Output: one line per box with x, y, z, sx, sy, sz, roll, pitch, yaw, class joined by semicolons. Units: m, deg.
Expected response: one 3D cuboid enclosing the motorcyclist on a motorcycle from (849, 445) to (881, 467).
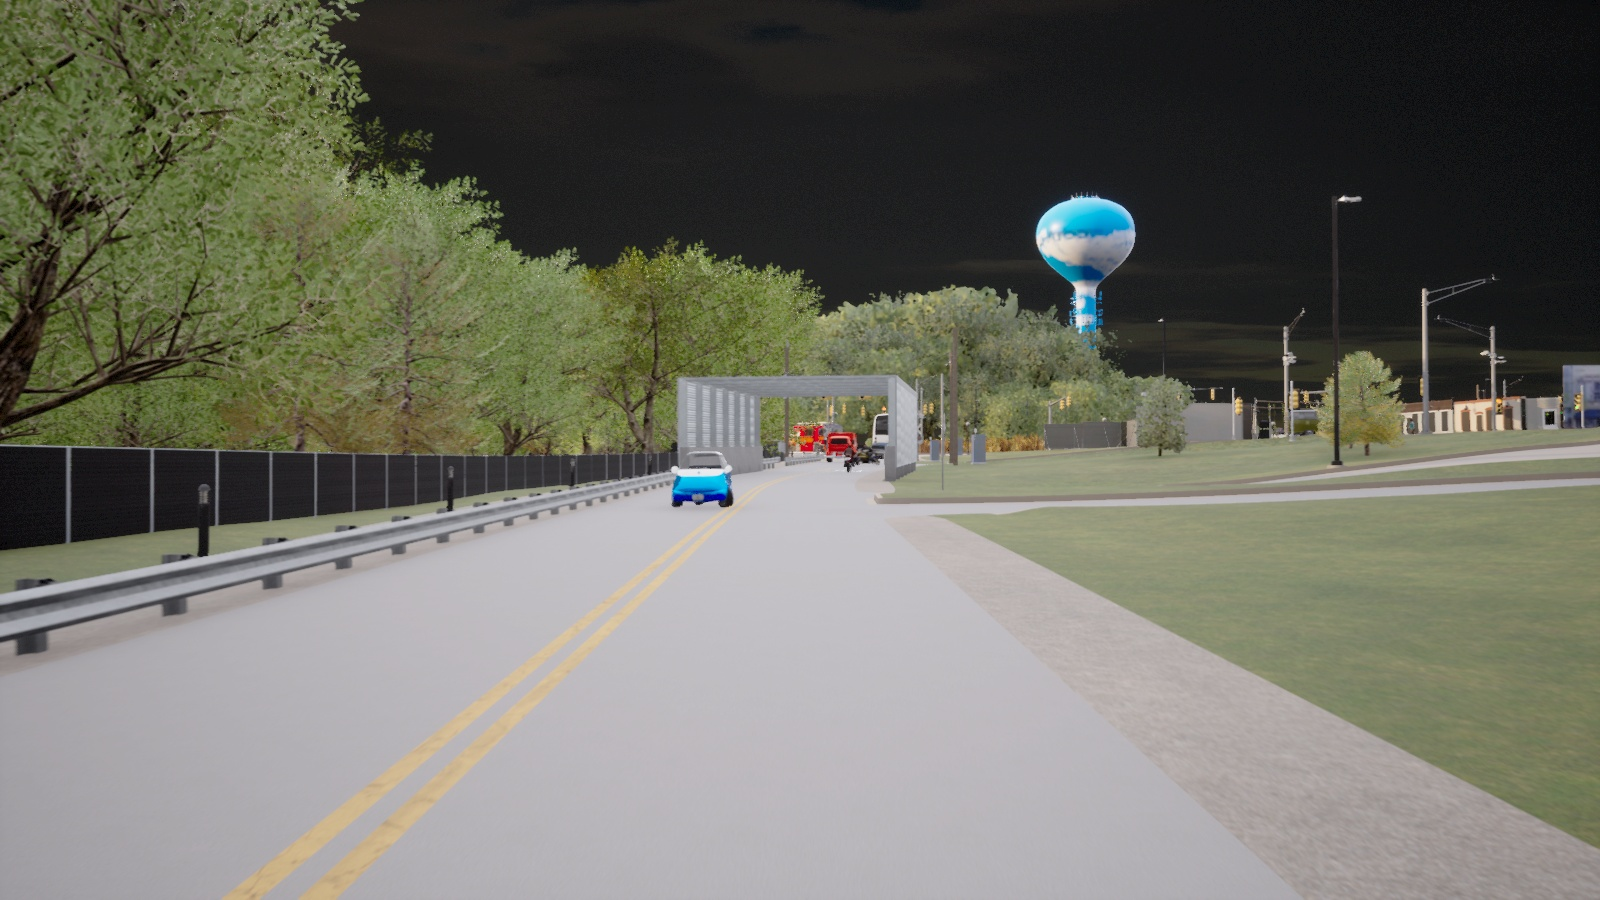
4.683;0.402;90.453;2.191;1.530;0.866;0;3;-30;motorcyclist on a motorcycle

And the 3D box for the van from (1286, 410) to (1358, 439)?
36.887;-1.787;88.740;4.442;1.987;1.775;0;-1;-9;van

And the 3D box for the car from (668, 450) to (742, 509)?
-2.324;0.711;31.005;1.481;1.376;2.207;-1;0;4;car
